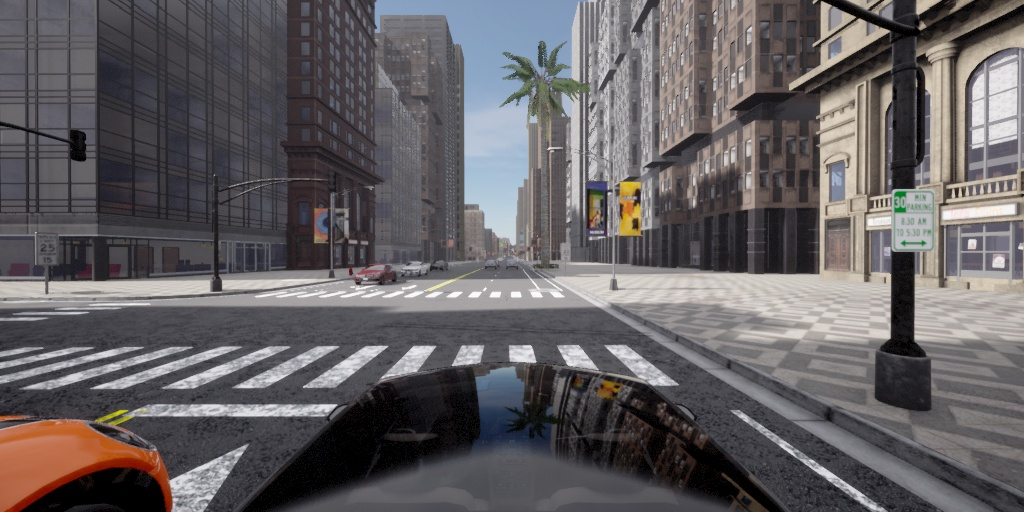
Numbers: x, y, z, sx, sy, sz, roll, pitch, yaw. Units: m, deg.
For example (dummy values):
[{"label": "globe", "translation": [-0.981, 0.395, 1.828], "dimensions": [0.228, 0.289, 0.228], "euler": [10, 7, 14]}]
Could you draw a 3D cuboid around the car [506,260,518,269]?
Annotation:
[{"label": "car", "translation": [0.011, 1.335, 55.777], "dimensions": [2.033, 1.411, 5.357], "euler": [0, 0, 0]}]

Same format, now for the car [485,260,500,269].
[{"label": "car", "translation": [-3.239, 1.335, 55.777], "dimensions": [2.033, 1.411, 5.357], "euler": [0, 0, 0]}]

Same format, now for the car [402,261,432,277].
[{"label": "car", "translation": [-9.839, 1.287, 36.426], "dimensions": [1.812, 1.442, 4.674], "euler": [0, 0, 0]}]

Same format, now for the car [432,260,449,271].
[{"label": "car", "translation": [-9.822, 1.277, 48.479], "dimensions": [1.837, 1.490, 4.892], "euler": [0, 1, 1]}]

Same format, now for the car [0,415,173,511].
[{"label": "car", "translation": [-3.150, 1.102, 0.298], "dimensions": [2.097, 1.767, 4.553], "euler": [0, 0, 0]}]

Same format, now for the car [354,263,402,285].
[{"label": "car", "translation": [-9.847, 1.281, 26.317], "dimensions": [1.812, 1.442, 4.674], "euler": [0, 0, -1]}]
